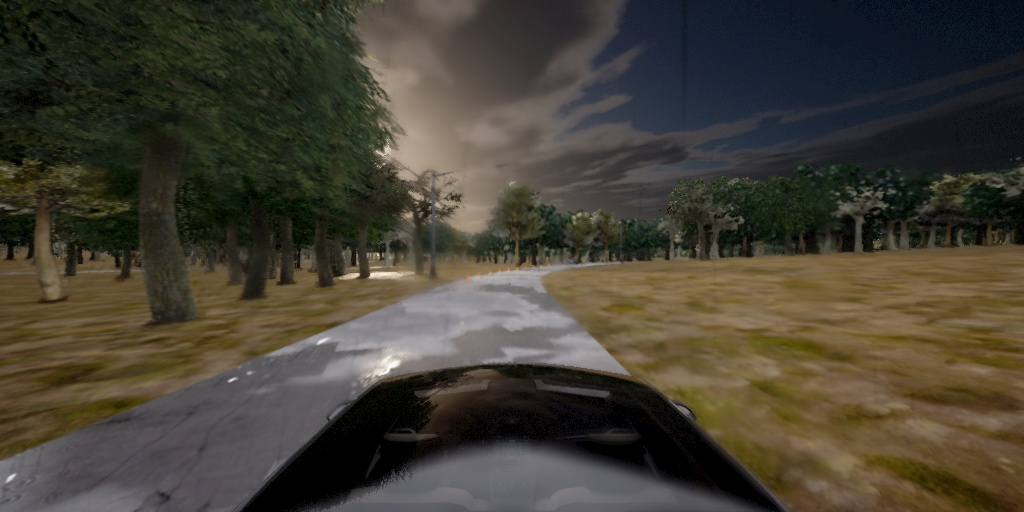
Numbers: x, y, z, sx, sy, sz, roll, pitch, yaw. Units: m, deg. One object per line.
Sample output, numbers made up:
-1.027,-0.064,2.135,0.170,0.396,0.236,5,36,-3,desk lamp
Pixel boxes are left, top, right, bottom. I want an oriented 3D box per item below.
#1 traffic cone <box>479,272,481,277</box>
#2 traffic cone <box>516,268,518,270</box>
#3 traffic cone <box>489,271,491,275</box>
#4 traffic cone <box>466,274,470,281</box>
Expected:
-3.206,1.824,35.710,0.340,0.580,0.340,0,0,7,traffic cone
0.776,1.909,55.709,0.340,0.580,0.340,0,0,16,traffic cone
-2.495,1.851,40.763,0.340,0.580,0.340,0,0,9,traffic cone
-3.726,1.800,30.633,0.340,0.580,0.340,0,0,5,traffic cone
